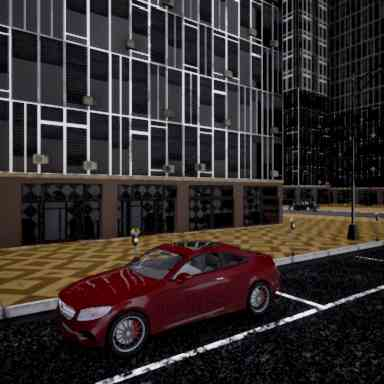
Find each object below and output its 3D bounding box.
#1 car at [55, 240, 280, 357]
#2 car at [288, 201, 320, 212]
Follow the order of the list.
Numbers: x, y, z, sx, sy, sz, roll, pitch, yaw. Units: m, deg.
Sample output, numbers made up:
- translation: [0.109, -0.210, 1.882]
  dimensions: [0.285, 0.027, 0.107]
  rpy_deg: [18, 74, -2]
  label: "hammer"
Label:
- translation: [-0.186, 1.582, 5.969]
  dimensions: [4.206, 1.307, 1.802]
  rpy_deg: [0, 0, -36]
  label: "car"
- translation: [15.183, 1.897, 45.317]
  dimensions: [2.008, 1.369, 4.403]
  rpy_deg: [-1, 0, -36]
  label: "car"
